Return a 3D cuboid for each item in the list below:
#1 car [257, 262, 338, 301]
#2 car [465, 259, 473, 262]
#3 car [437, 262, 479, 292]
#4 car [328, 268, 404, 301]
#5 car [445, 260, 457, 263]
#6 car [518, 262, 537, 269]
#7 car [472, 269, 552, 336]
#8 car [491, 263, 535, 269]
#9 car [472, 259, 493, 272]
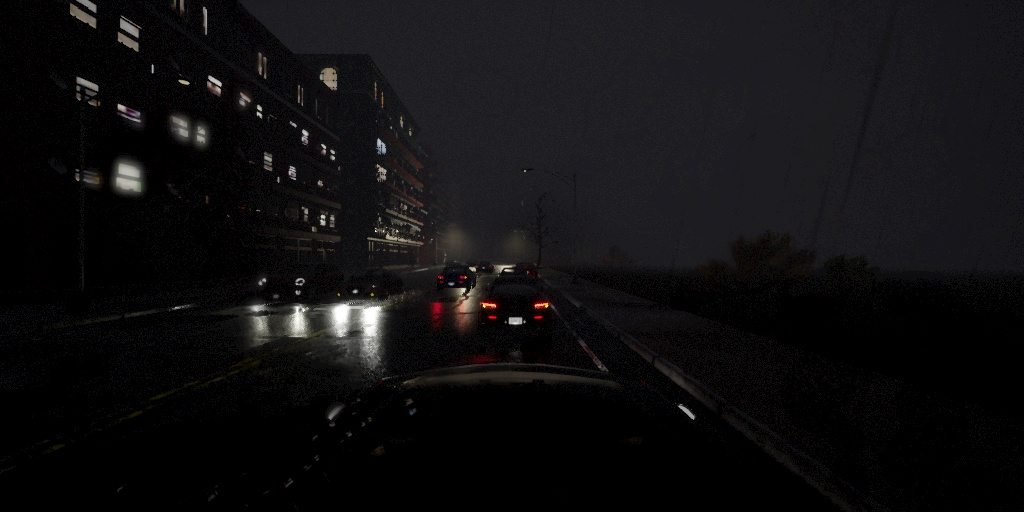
[{"bbox_3d":[-9.884,1.104,17.248,2.097,1.767,4.553,0,0,0],"label":"car"},{"bbox_3d":[-6.699,1.230,60.109,1.882,1.535,5.008,0,0,0],"label":"car"},{"bbox_3d":[-3.191,1.279,21.091,1.812,1.442,4.674,0,0,0],"label":"car"},{"bbox_3d":[-6.634,1.316,17.167,1.994,1.385,4.181,0,0,0],"label":"car"},{"bbox_3d":[-9.948,1.300,60.104,2.033,1.411,5.357,0,0,0],"label":"car"},{"bbox_3d":[1.079,1.232,29.977,1.882,1.535,5.008,0,0,0],"label":"car"},{"bbox_3d":[0.074,1.277,10.282,1.812,1.442,4.674,0,0,0],"label":"car"},{"bbox_3d":[0.062,1.317,20.449,1.994,1.385,4.181,0,0,0],"label":"car"},{"bbox_3d":[-3.234,1.317,42.767,1.994,1.385,4.181,0,0,0],"label":"car"}]
